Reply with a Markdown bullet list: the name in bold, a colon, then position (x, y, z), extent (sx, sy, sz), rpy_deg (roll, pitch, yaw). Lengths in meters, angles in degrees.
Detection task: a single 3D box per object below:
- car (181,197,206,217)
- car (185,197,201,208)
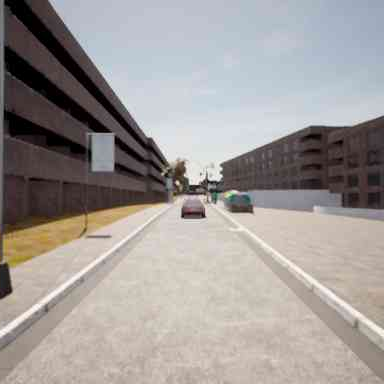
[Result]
- **car**: position (0.102, 1.319, 27.787), extent (1.994, 1.385, 4.181), rpy_deg (0, 0, 0)
- **car**: position (0.106, 1.321, 43.280), extent (2.033, 1.411, 5.357), rpy_deg (0, -1, 0)
